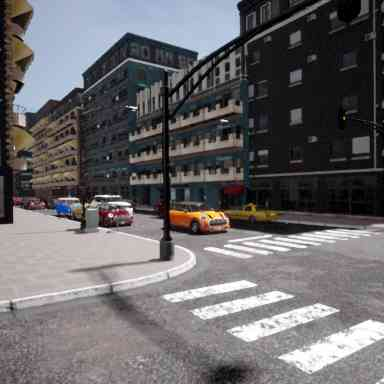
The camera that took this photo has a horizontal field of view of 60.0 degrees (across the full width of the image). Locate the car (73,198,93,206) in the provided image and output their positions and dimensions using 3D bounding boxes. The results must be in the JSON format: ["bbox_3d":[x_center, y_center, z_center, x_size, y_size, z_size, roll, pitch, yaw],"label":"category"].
[{"bbox_3d":[-18.300,1.643,55.846,1.947,1.339,4.313,-1,1,-36],"label":"car"}]

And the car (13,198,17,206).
[{"bbox_3d":[-31.553,1.782,59.979,1.887,1.381,4.507,-1,1,-36],"label":"car"}]

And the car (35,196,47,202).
[{"bbox_3d":[-37.608,1.727,82.861,1.887,1.381,4.507,-1,1,-36],"label":"car"}]

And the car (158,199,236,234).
[{"bbox_3d":[0.180,1.408,20.038,2.097,1.767,4.553,-1,0,-36],"label":"car"}]

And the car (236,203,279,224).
[{"bbox_3d":[4.128,1.498,24.468,1.752,1.417,4.829,-1,1,-36],"label":"car"}]

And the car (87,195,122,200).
[{"bbox_3d":[-7.498,1.314,30.768,2.150,2.045,5.566,-1,0,-36],"label":"car"}]

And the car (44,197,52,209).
[{"bbox_3d":[-18.873,1.691,46.820,2.033,1.411,5.357,-1,0,-35],"label":"car"}]

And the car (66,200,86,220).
[{"bbox_3d":[-8.927,1.652,28.324,1.752,1.417,4.829,-1,1,-36],"label":"car"}]

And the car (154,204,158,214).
[{"bbox_3d":[-2.210,1.441,33.333,1.967,1.590,4.097,-1,1,-36],"label":"car"}]

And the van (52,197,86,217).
[{"bbox_3d":[-12.247,1.483,32.963,1.690,1.788,3.998,-1,1,-36],"label":"van"}]

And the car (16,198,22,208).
[{"bbox_3d":[-25.117,1.769,50.974,1.947,1.339,4.313,-1,1,-36],"label":"car"}]

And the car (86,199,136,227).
[{"bbox_3d":[-5.810,1.552,23.960,1.967,1.590,4.097,-1,1,-36],"label":"car"}]

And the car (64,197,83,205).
[{"bbox_3d":[-21.518,1.645,60.349,2.008,1.369,4.403,-1,1,-36],"label":"car"}]

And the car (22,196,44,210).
[{"bbox_3d":[-21.900,1.627,46.471,1.967,1.590,4.097,-1,1,-36],"label":"car"}]

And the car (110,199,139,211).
[{"bbox_3d":[-8.645,1.581,42.339,2.008,1.369,4.403,-1,1,-36],"label":"car"}]
